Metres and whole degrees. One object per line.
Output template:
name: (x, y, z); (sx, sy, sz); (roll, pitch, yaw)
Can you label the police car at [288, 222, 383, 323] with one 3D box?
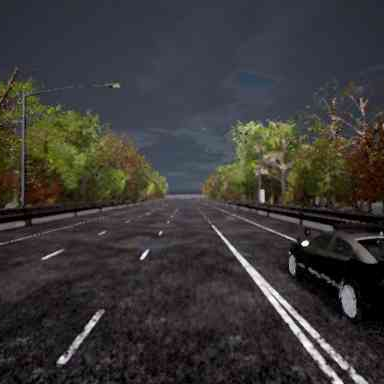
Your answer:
police car: (3.695, 1.511, 7.534); (1.930, 1.638, 5.238); (0, -1, -2)
